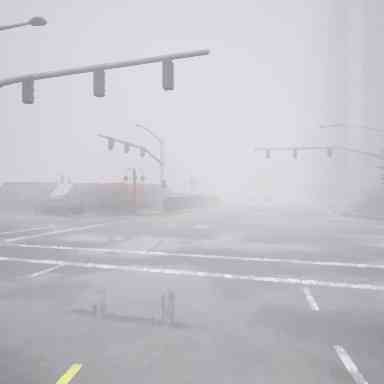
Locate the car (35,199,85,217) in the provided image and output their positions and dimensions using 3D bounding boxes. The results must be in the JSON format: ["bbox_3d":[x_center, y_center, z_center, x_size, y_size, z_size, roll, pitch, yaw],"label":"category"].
[{"bbox_3d":[-12.675,1.419,31.801,4.553,1.767,2.097,0,0,17],"label":"car"}]

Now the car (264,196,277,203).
[{"bbox_3d":[16.660,1.517,71.724,2.128,1.511,4.902,0,0,17],"label":"car"}]

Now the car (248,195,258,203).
[{"bbox_3d":[13.314,1.517,72.750,2.128,1.511,4.902,0,0,17],"label":"car"}]
